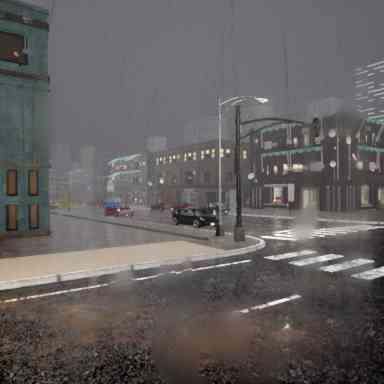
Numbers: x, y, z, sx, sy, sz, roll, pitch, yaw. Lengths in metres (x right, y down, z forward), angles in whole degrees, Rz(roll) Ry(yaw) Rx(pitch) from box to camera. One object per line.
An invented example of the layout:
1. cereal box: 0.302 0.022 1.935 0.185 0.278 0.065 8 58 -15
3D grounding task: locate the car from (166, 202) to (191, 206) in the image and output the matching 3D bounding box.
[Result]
1. car: -0.962 1.904 40.366 1.802 1.307 4.206 -2 0 -35

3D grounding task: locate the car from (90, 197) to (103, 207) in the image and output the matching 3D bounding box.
1. car: -16.959 1.940 62.953 2.192 1.841 5.009 -1 0 -35

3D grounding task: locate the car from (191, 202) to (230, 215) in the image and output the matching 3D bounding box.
1. car: 2.235 1.809 35.847 2.008 1.369 4.403 -2 0 -35

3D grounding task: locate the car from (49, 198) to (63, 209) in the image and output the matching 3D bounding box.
1. car: -23.694 2.233 57.971 1.752 1.417 4.829 -1 0 -35

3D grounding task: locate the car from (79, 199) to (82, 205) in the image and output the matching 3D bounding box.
1. car: -26.548 2.364 76.507 1.947 1.339 4.313 -1 0 -35

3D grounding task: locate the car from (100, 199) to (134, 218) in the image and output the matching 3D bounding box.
1. car: -7.804 1.846 35.521 1.967 1.590 4.097 -1 0 -35

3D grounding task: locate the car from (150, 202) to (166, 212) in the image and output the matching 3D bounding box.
1. car: -4.160 1.966 44.883 1.802 1.307 4.206 -1 0 -35

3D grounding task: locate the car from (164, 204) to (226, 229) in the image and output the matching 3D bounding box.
1. car: 0.118 1.814 24.125 1.947 1.339 4.313 -1 0 -35

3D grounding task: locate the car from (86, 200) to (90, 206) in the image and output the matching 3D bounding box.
1. car: -20.152 2.227 67.471 1.887 1.381 4.507 -1 0 -35

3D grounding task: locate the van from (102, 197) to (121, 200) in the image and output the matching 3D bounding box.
1. van: -13.760 1.907 58.435 1.690 1.788 3.998 -1 0 -35
